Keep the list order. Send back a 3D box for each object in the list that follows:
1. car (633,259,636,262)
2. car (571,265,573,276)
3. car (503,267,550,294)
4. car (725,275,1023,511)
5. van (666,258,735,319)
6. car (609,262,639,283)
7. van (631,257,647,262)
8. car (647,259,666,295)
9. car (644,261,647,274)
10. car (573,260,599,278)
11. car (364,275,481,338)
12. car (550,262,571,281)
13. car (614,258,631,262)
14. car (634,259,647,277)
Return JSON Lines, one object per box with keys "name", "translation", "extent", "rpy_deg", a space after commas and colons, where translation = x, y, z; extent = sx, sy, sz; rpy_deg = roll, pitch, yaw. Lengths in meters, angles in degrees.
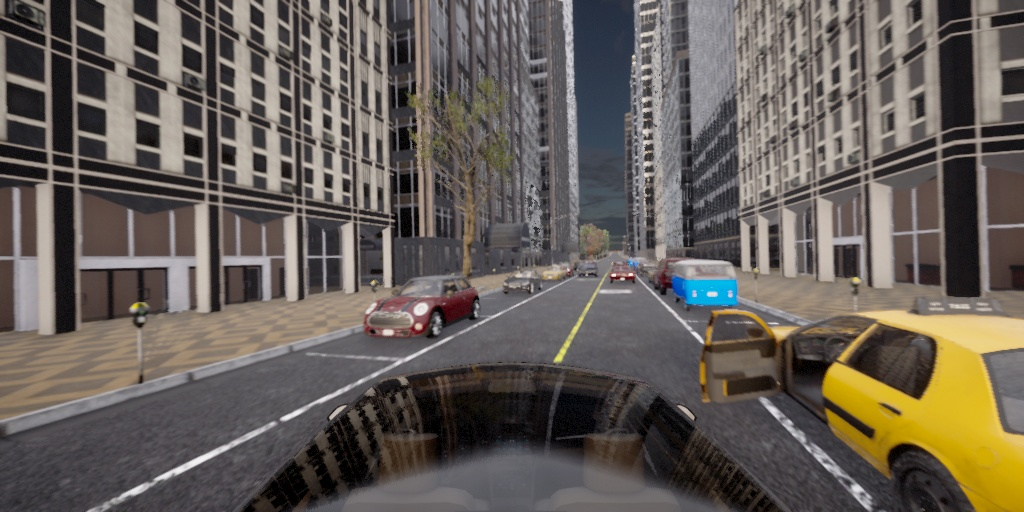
{"name": "car", "translation": [15.122, 1.350, 41.089], "extent": [1.802, 1.307, 4.207], "rpy_deg": [0, 0, 16]}
{"name": "car", "translation": [5.490, 1.399, 37.945], "extent": [1.967, 1.591, 4.097], "rpy_deg": [0, 0, 16]}
{"name": "car", "translation": [0.738, 1.470, 21.522], "extent": [2.007, 1.370, 4.403], "rpy_deg": [0, 0, 16]}
{"name": "car", "translation": [3.806, 1.136, 3.277], "extent": [1.801, 1.575, 5.366], "rpy_deg": [-1, -1, 16]}
{"name": "van", "translation": [7.201, 1.043, 13.717], "extent": [1.690, 1.789, 3.998], "rpy_deg": [0, 0, 16]}
{"name": "car", "translation": [8.660, 1.404, 28.242], "extent": [1.895, 1.301, 4.718], "rpy_deg": [-1, -1, 16]}
{"name": "van", "translation": [16.706, 1.117, 46.563], "extent": [1.690, 1.789, 3.998], "rpy_deg": [0, 0, 16]}
{"name": "car", "translation": [8.785, 1.033, 19.191], "extent": [2.192, 1.841, 5.009], "rpy_deg": [0, 0, 16]}
{"name": "car", "translation": [10.417, 1.258, 24.828], "extent": [1.751, 1.417, 4.829], "rpy_deg": [0, 0, 16]}
{"name": "car", "translation": [7.930, 1.443, 36.917], "extent": [2.033, 1.411, 5.357], "rpy_deg": [-1, -1, 17]}
{"name": "car", "translation": [-2.430, 1.328, 10.574], "extent": [1.967, 1.591, 4.097], "rpy_deg": [0, 0, 16]}
{"name": "car", "translation": [3.859, 1.473, 32.306], "extent": [1.751, 1.417, 4.829], "rpy_deg": [0, 0, 16]}
{"name": "car", "translation": [13.187, 1.312, 43.932], "extent": [1.882, 1.535, 5.008], "rpy_deg": [-1, 0, 17]}
{"name": "car", "translation": [13.538, 1.308, 35.616], "extent": [2.007, 1.370, 4.403], "rpy_deg": [0, 0, 16]}
